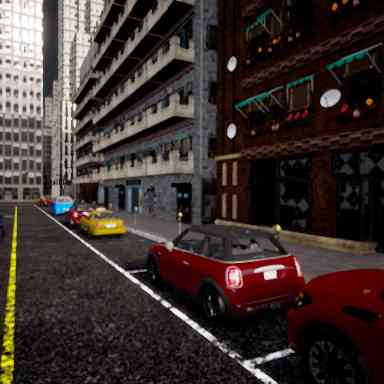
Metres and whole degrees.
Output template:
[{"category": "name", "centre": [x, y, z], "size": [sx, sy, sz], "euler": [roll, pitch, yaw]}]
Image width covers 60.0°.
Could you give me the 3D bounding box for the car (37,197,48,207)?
[{"category": "car", "centre": [-22.800, 1.503, 51.593], "size": [1.887, 1.381, 4.507], "euler": [-1, 0, -28]}]

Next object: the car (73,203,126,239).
[{"category": "car", "centre": [-4.807, 1.514, 17.360], "size": [1.752, 1.417, 4.829], "euler": [-1, 0, -28]}]

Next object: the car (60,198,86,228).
[{"category": "car", "centre": [-7.311, 1.425, 22.121], "size": [1.967, 1.590, 4.097], "euler": [-1, 0, -28]}]

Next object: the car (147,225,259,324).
[{"category": "car", "centre": [0.434, 1.436, 7.385], "size": [1.967, 1.590, 4.097], "euler": [-1, 0, -28]}]

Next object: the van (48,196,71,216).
[{"category": "van", "centre": [-12.475, 1.318, 31.944], "size": [1.690, 1.788, 3.998], "euler": [-1, 0, -28]}]

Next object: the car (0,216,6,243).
[{"category": "car", "centre": [-9.827, 1.514, 15.510], "size": [1.812, 1.442, 4.674], "euler": [0, 0, -28]}]

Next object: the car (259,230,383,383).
[{"category": "car", "centre": [3.015, 1.315, 2.472], "size": [2.192, 1.841, 5.009], "euler": [-1, 0, -28]}]
